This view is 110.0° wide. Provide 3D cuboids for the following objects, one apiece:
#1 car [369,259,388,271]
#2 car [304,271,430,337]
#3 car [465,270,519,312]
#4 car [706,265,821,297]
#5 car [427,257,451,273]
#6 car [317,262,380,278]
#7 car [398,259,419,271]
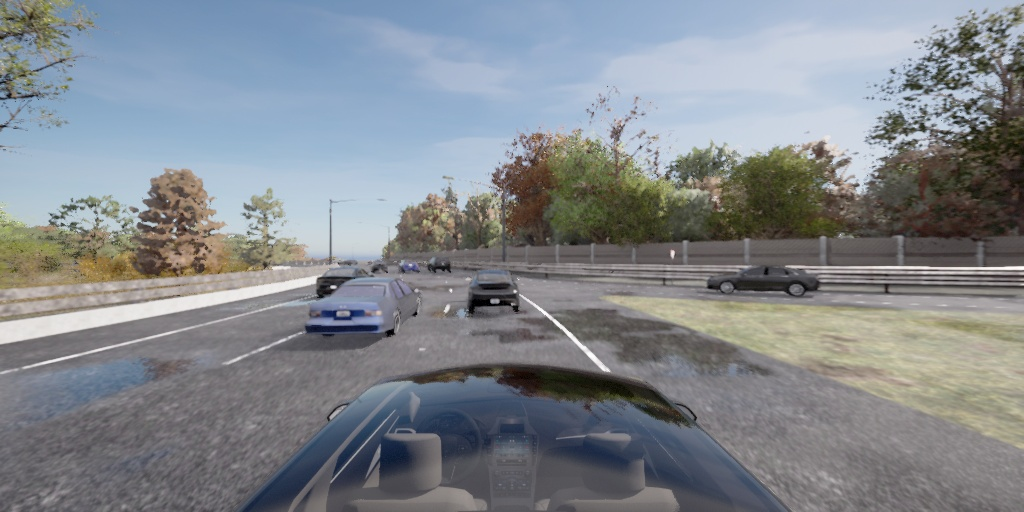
[{"bbox_3d":[-17.281,1.403,46.412,1.837,1.490,4.892,0,0,-25],"label":"car"},{"bbox_3d":[-3.921,1.328,10.422,2.033,1.411,5.357,0,0,-4],"label":"car"},{"bbox_3d":[-0.809,1.284,14.493,1.837,1.490,4.892,0,0,-6],"label":"car"},{"bbox_3d":[12.890,1.245,18.690,4.892,1.490,1.837,-1,-1,29],"label":"car"},{"bbox_3d":[-9.402,1.093,46.053,2.150,2.045,5.566,0,0,-23],"label":"car"},{"bbox_3d":[-8.632,1.291,18.967,1.882,1.535,5.008,0,0,-9],"label":"car"},{"bbox_3d":[-13.473,1.237,46.537,2.097,1.767,4.553,0,0,-24],"label":"car"}]
